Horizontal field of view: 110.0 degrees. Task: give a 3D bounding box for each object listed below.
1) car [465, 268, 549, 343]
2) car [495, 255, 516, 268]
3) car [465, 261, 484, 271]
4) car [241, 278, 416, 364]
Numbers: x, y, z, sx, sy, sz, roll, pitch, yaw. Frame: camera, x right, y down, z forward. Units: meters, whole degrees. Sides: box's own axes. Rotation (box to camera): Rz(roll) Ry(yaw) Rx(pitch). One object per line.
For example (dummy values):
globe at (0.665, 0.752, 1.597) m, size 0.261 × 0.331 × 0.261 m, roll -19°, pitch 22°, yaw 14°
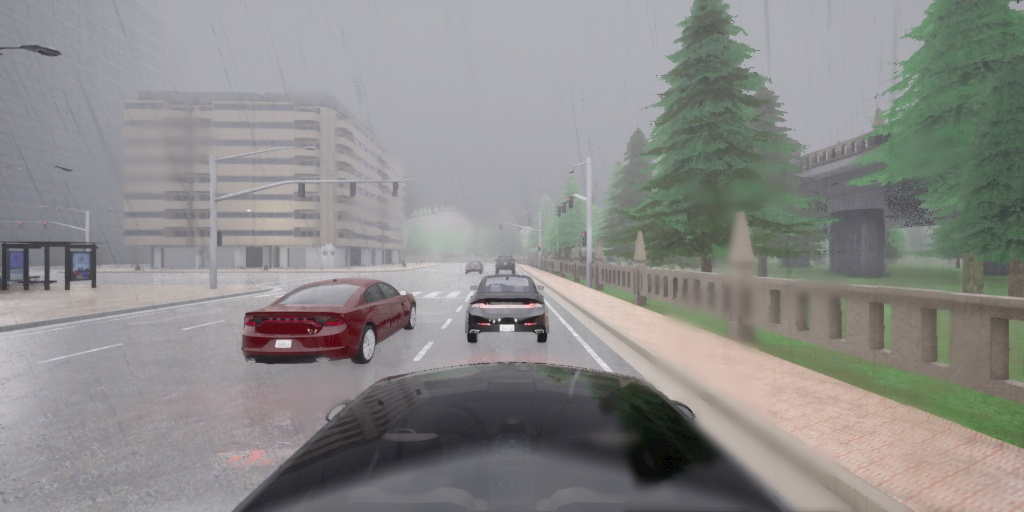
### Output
car at (-0.128, 1.242, 9.667) m, size 2.128 × 1.511 × 4.902 m, roll 0°, pitch 0°, yaw -1°
car at (-0.776, 0.968, 41.598) m, size 2.150 × 2.045 × 5.566 m, roll 0°, pitch 0°, yaw -1°
car at (-4.290, 1.298, 41.467) m, size 2.033 × 1.411 × 5.357 m, roll 0°, pitch 0°, yaw -1°
car at (-3.596, 1.228, 8.105) m, size 1.882 × 1.535 × 5.008 m, roll 0°, pitch 0°, yaw 0°
